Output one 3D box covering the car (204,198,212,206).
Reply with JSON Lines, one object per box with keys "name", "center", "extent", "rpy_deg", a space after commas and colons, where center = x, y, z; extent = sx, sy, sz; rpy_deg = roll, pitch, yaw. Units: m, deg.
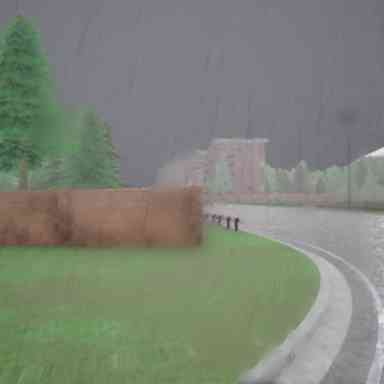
{"name": "car", "center": [3.079, 2.216, 76.738], "extent": [2.097, 1.767, 4.553], "rpy_deg": [-1, -1, -14]}
